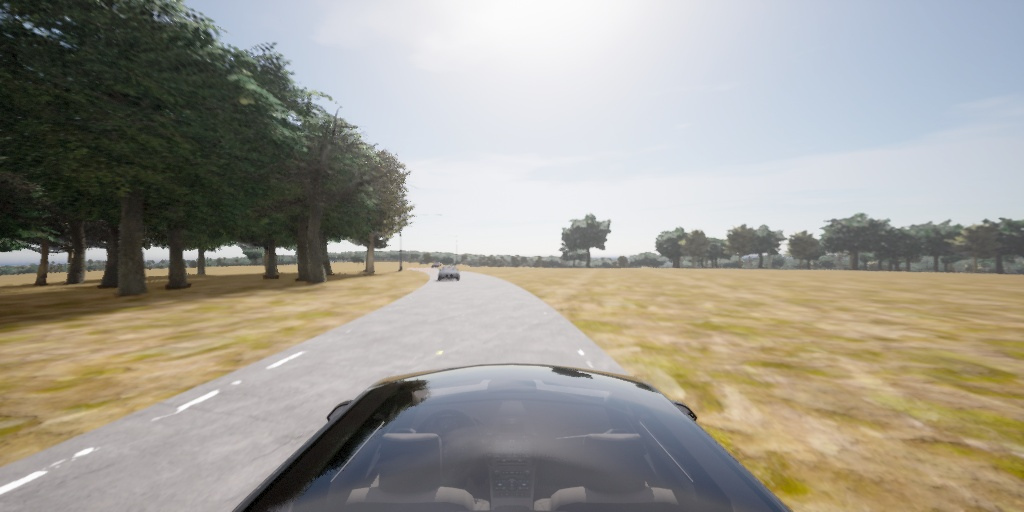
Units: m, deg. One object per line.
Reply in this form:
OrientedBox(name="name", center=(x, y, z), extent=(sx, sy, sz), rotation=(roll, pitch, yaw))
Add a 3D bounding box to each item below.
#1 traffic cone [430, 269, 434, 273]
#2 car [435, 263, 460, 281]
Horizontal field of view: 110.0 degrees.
OrientedBox(name="traffic cone", center=(-11.923, 2.337, 54.343), extent=(0.340, 0.580, 0.340), rotation=(0, 0, -17))
OrientedBox(name="car", center=(-6.045, 1.670, 34.376), extent=(1.994, 1.385, 4.181), rotation=(0, -1, -10))
